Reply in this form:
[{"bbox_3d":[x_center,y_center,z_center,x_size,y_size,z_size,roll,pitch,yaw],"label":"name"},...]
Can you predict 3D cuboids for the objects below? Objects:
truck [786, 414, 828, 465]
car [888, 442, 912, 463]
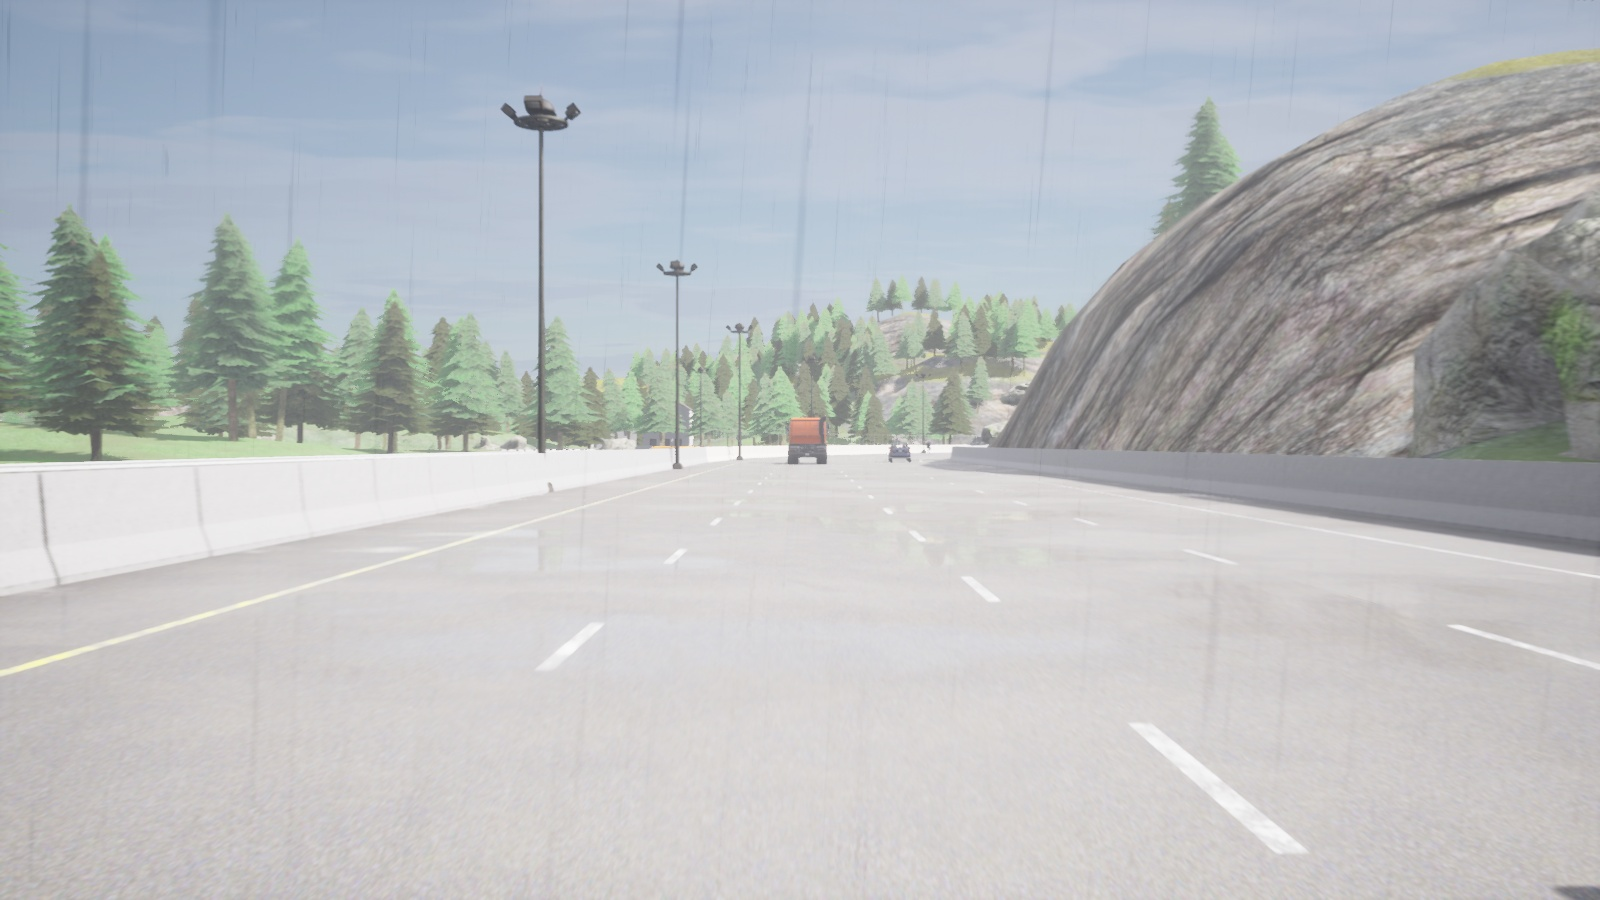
[{"bbox_3d":[0.556,-0.740,90.617,2.891,3.462,7.936,0,0,1],"label":"truck"},{"bbox_3d":[7.817,0.184,98.225,1.789,1.549,3.705,0,0,3],"label":"car"}]
